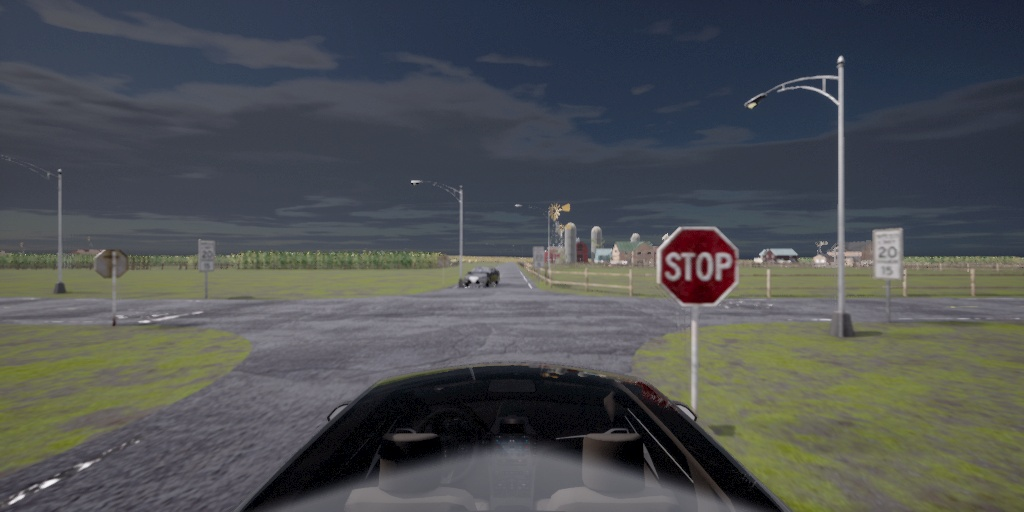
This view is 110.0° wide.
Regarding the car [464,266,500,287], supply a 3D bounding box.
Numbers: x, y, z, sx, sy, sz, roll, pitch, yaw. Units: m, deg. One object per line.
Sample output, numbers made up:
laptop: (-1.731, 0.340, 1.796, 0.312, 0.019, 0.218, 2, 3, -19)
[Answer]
car: (-2.232, 1.543, 27.910, 2.128, 1.511, 4.902, 0, 0, 12)
